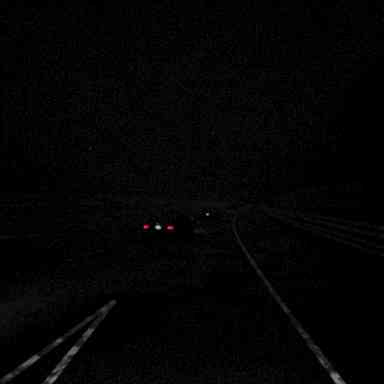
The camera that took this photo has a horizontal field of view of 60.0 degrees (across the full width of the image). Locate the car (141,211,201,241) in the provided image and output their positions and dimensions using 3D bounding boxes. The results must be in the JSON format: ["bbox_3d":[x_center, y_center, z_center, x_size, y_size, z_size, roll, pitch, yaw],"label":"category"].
[{"bbox_3d":[-1.124,1.777,18.286,2.033,1.411,5.357,0,-1,12],"label":"car"}]

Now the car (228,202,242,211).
[{"bbox_3d":[7.648,2.619,61.253,1.837,1.490,4.892,0,-1,12],"label":"car"}]

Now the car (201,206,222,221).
[{"bbox_3d":[1.850,2.093,32.859,1.994,1.385,4.181,0,-1,12],"label":"car"}]

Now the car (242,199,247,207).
[{"bbox_3d":[12.193,3.144,83.509,1.895,1.301,4.718,0,-1,12],"label":"car"}]

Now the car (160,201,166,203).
[{"bbox_3d":[-6.795,2.946,77.993,1.812,1.442,4.674,0,-1,12],"label":"car"}]

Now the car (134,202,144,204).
[{"bbox_3d":[-9.986,2.608,62.499,2.128,1.511,4.902,0,-1,12],"label":"car"}]
